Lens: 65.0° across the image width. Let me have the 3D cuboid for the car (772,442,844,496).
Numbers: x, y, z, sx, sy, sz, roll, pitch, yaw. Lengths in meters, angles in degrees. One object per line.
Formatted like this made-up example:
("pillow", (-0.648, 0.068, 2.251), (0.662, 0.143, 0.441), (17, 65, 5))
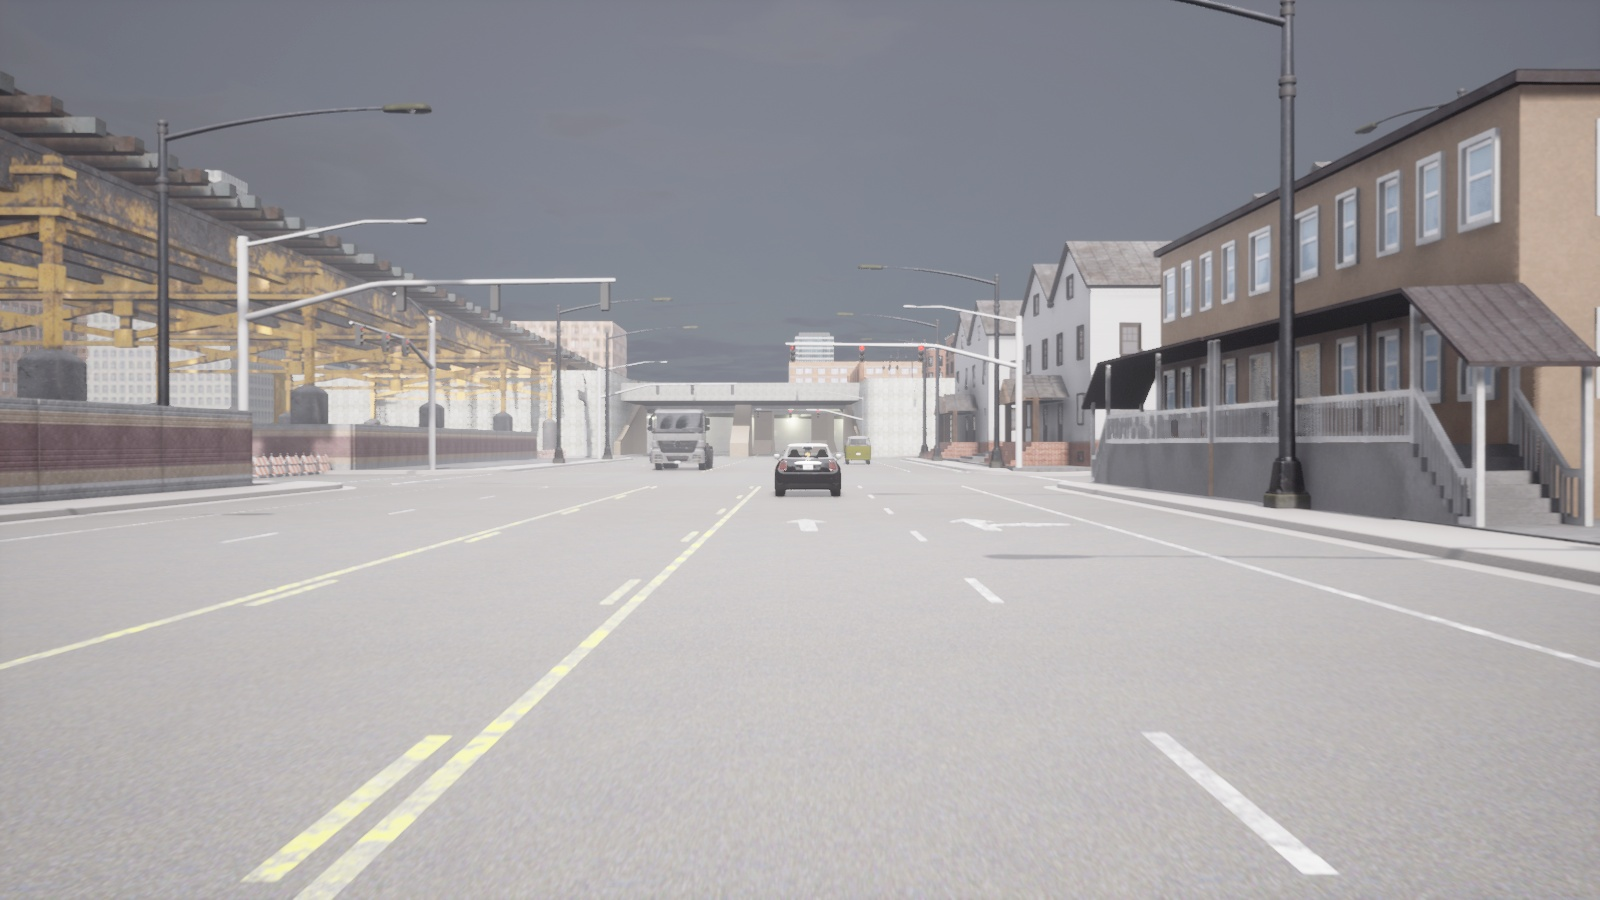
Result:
("car", (0.223, 0.509, 36.003), (1.970, 1.475, 3.806), (0, 0, 0))

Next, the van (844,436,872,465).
("van", (4.025, 0.006, 88.145), (1.775, 1.987, 4.442), (0, 0, 0))

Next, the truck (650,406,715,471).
("truck", (-6.568, -0.643, 71.420), (2.891, 3.462, 7.936), (0, 0, 0))
